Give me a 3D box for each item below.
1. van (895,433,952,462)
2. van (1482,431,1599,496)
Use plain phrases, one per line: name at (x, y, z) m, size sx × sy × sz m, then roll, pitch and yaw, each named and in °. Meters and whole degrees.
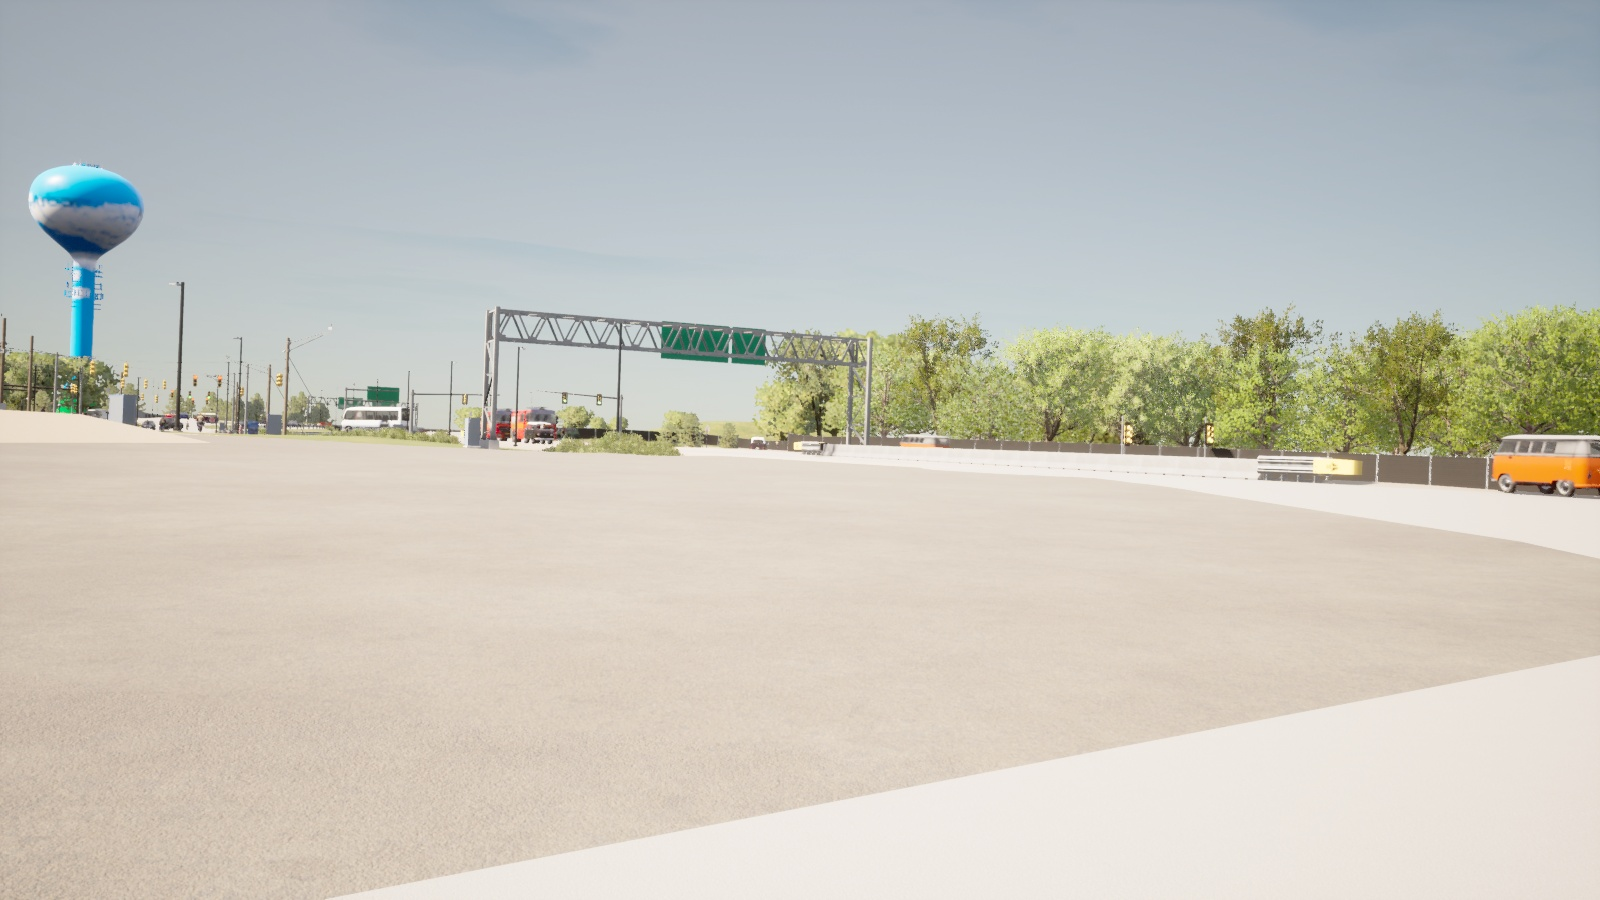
van at (9.235, -0.181, 94.277) m, size 1.775 × 1.987 × 4.442 m, roll 2°, pitch 1°, yaw -35°
van at (24.469, 0.395, 40.705) m, size 1.775 × 1.987 × 4.442 m, roll 1°, pitch 1°, yaw -9°
